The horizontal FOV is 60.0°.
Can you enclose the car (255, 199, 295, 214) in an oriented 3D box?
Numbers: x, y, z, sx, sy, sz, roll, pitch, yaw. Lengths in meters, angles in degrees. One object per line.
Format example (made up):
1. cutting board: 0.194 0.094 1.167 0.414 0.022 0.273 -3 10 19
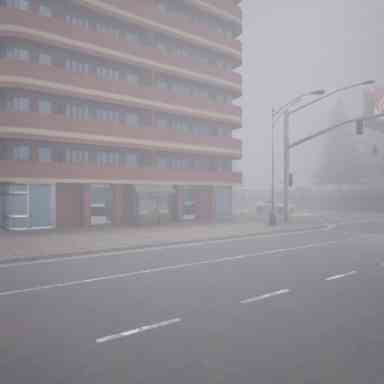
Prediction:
1. car: 8.903 1.526 36.193 1.812 1.442 4.674 0 0 -36
